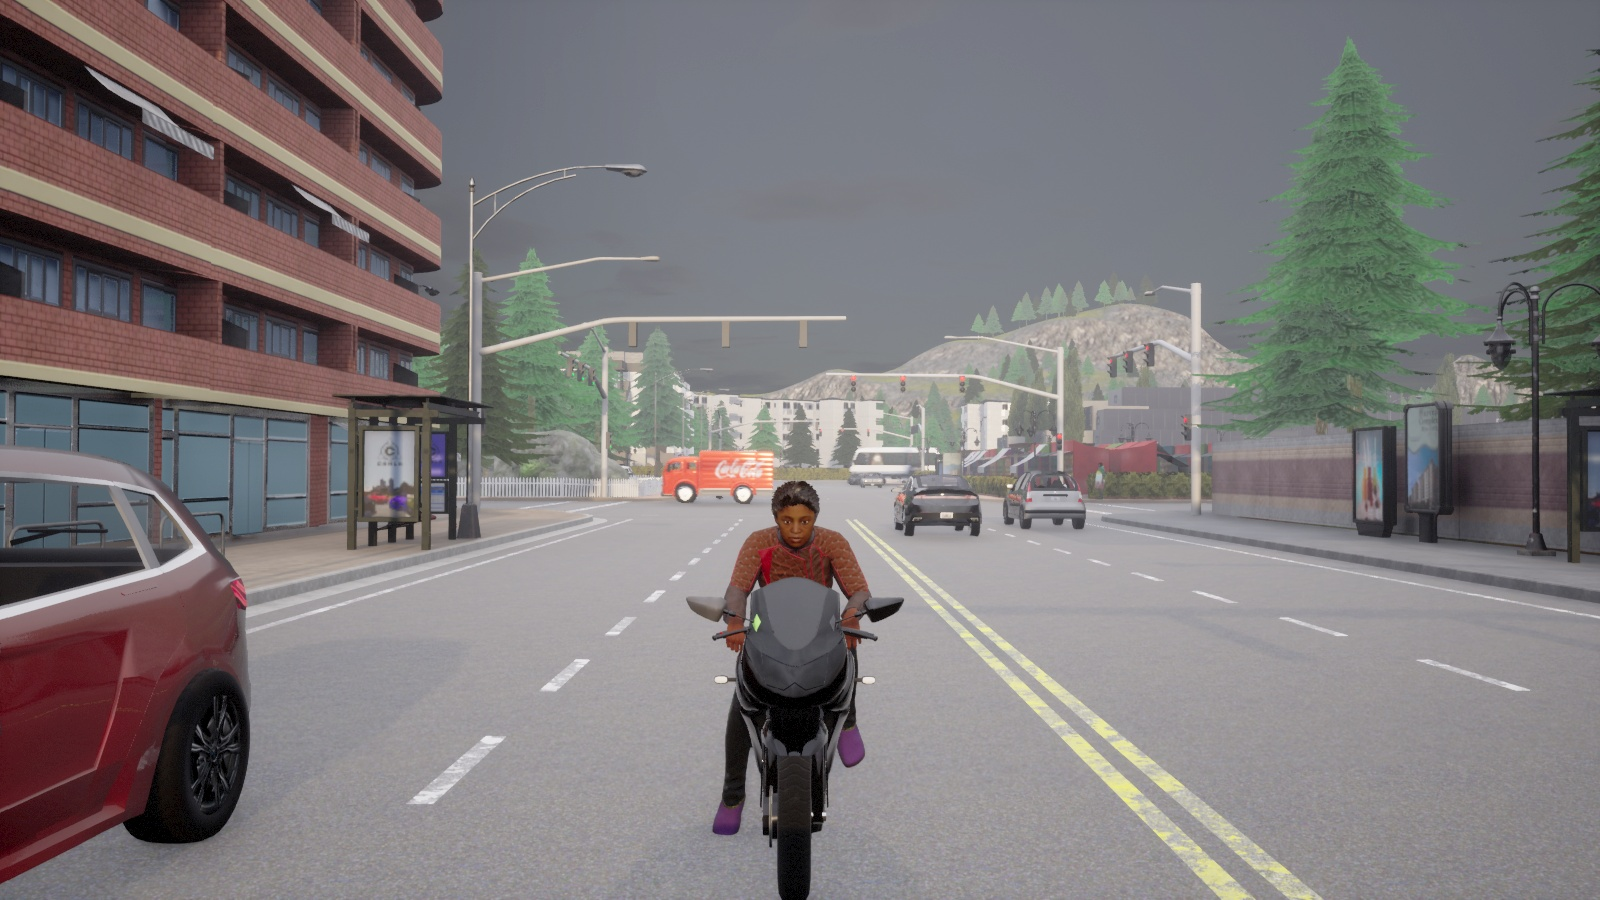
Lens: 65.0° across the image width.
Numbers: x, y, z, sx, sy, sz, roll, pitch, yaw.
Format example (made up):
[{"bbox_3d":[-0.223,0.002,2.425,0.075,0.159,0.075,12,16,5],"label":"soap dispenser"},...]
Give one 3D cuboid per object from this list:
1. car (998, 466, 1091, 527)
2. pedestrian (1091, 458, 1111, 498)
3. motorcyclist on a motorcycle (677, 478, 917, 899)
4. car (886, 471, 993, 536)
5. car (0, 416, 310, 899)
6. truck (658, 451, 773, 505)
[{"bbox_3d":[6.913,1.286,35.846,1.851,1.617,3.988,0,-1,0],"label":"car"},{"bbox_3d":[14.978,1.400,62.524,0.873,1.952,0.659,0,-1,2],"label":"pedestrian"},{"bbox_3d":[-0.013,0.884,5.210,0.797,1.523,2.044,0,-1,0],"label":"motorcyclist on a motorcycle"},{"bbox_3d":[3.423,1.288,31.691,2.128,1.511,4.902,0,-1,0],"label":"car"},{"bbox_3d":[-3.511,0.737,3.845,2.242,1.667,4.611,0,-1,0],"label":"car"},{"bbox_3d":[-3.894,1.311,58.634,5.204,2.467,2.627,0,-1,-1],"label":"truck"}]
